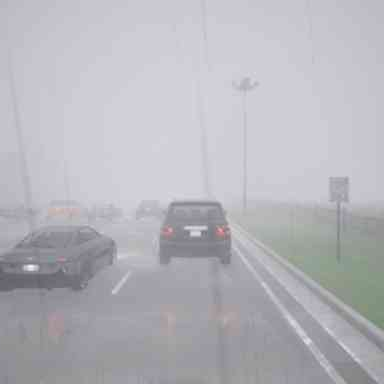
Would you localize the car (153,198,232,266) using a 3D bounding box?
[{"bbox_3d":[0.098,1.234,11.788,2.150,2.045,5.566,0,0,0],"label":"car"}]

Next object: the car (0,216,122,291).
[{"bbox_3d":[-3.404,1.574,9.041,1.994,1.385,4.181,0,0,0],"label":"car"}]

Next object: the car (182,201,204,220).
[{"bbox_3d":[0.084,1.557,29.339,1.812,1.442,4.674,0,0,0],"label":"car"}]

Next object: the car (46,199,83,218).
[{"bbox_3d":[-10.404,1.382,28.028,2.097,1.767,4.553,0,0,0],"label":"car"}]

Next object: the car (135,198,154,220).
[{"bbox_3d":[-3.404,1.382,28.024,2.097,1.767,4.553,0,0,0],"label":"car"}]

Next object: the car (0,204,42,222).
[{"bbox_3d":[-13.904,1.629,26.724,1.895,1.301,4.718,0,0,0],"label":"car"}]

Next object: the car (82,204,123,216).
[{"bbox_3d":[-6.903,1.630,26.734,1.895,1.301,4.718,0,0,0],"label":"car"}]
